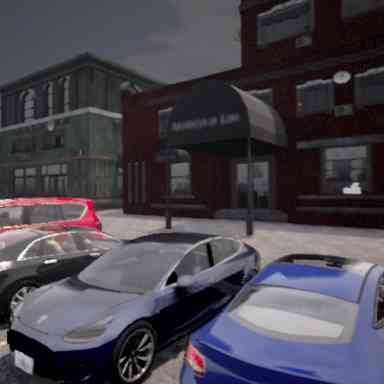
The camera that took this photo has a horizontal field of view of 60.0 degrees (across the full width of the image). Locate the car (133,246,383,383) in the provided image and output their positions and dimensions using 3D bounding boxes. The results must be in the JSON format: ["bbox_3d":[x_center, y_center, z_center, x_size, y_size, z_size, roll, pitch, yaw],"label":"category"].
[{"bbox_3d":[1.692,1.517,4.146,2.002,1.452,4.674,0,0,36],"label":"car"}]

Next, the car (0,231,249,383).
[{"bbox_3d":[-0.484,1.500,5.666,2.163,1.488,4.792,0,0,36],"label":"car"}]

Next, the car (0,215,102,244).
[{"bbox_3d":[-2.731,1.467,7.300,2.231,1.521,4.892,0,0,36],"label":"car"}]

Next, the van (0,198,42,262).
[{"bbox_3d":[-7.318,1.232,10.440,1.878,1.987,4.442,0,0,36],"label":"van"}]

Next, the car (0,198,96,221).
[{"bbox_3d":[-5.007,1.209,8.898,2.435,2.045,5.566,0,0,36],"label":"car"}]
